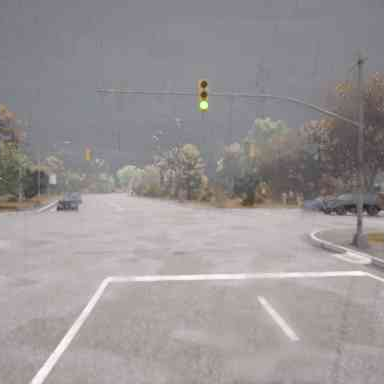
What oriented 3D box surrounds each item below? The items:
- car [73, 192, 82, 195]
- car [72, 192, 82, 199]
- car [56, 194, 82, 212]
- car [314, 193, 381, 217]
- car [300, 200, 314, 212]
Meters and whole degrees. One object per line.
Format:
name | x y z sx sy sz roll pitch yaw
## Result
car | -17.008 1.013 48.315 1.994 1.385 4.181 0 1 -18
car | -25.157 0.729 72.611 2.033 1.411 5.357 0 1 -19
car | -12.532 1.217 33.748 1.994 1.385 4.181 0 1 -16
car | 14.414 1.116 30.245 5.566 2.045 2.150 1 0 -15
car | 13.285 1.194 33.565 4.553 1.767 2.097 1 0 -15
